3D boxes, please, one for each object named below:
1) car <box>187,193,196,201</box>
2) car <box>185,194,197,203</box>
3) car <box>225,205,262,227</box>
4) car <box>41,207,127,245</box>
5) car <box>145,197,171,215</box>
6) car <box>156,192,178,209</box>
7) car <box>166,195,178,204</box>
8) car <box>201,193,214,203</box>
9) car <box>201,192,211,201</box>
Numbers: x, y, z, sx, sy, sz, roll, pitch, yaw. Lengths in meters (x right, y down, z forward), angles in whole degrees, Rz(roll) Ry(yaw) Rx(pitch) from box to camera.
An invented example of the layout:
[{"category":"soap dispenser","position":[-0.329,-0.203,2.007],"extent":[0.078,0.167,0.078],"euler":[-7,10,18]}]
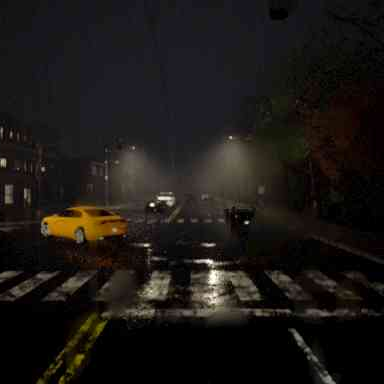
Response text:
[{"category":"car","position":[-0.167,1.069,73.125],"extent":[1.882,1.535,5.008],"euler":[0,0,0]},{"category":"car","position":[-0.144,1.299,62.707],"extent":[1.837,1.490,4.892],"euler":[0,0,0]},{"category":"car","position":[3.300,1.530,22.311],"extent":[1.895,1.301,4.718],"euler":[0,0,0]},{"category":"car","position":[-5.119,1.429,15.425],"extent":[5.008,1.535,1.882],"euler":[0,-1,40]},{"category":"car","position":[-3.412,1.459,32.759],"extent":[1.994,1.385,4.181],"euler":[0,0,0]},{"category":"car","position":[-3.421,1.079,44.252],"extent":[2.150,2.045,5.566],"euler":[0,0,1]},{"category":"car","position":[-3.429,1.314,58.083],"extent":[1.837,1.490,4.892],"euler":[0,1,0]},{"category":"car","position":[3.106,1.286,62.713],"extent":[2.128,1.511,4.902],"euler":[0,0,0]},{"category":"car","position":[3.083,0.946,73.102],"extent":[2.097,1.767,4.553],"euler":[0,0,0]}]
